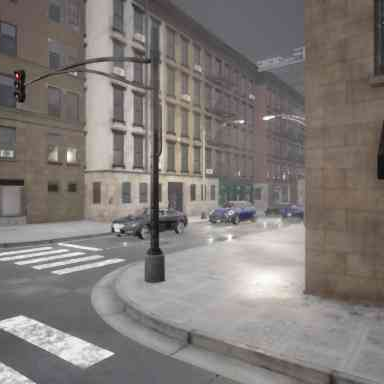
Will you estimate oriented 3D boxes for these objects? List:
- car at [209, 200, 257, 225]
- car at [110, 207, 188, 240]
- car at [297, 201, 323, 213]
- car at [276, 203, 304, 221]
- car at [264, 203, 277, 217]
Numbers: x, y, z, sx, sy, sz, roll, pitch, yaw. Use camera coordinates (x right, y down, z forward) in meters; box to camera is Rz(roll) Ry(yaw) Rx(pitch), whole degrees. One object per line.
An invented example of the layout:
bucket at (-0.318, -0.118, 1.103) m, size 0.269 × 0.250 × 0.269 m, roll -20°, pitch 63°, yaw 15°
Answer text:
car at (3.190, 1.476, 25.349) m, size 2.097 × 1.767 × 4.553 m, roll 0°, pitch 0°, yaw 36°
car at (-2.149, 1.568, 17.830) m, size 2.128 × 1.511 × 4.902 m, roll 0°, pitch 0°, yaw 35°
car at (14.823, 1.832, 41.612) m, size 1.895 × 1.301 × 4.718 m, roll 0°, pitch 0°, yaw 36°
car at (9.221, 1.682, 28.736) m, size 1.812 × 1.442 × 4.674 m, roll 0°, pitch 0°, yaw 36°
car at (8.910, 1.777, 33.360) m, size 1.895 × 1.301 × 4.718 m, roll 0°, pitch 0°, yaw 35°
